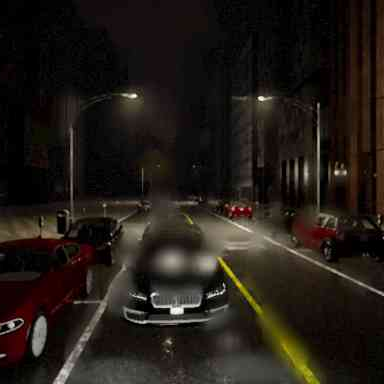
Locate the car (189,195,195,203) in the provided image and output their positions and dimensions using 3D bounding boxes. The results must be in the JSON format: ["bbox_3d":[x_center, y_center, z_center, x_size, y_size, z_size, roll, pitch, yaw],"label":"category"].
[{"bbox_3d":[1.116,1.603,68.754,2.008,1.369,4.403,0,0,-4],"label":"car"}]

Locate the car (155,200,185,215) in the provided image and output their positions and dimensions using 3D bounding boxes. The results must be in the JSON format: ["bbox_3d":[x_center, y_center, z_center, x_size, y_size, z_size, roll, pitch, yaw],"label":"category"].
[{"bbox_3d":[-1.585,1.580,25.419,1.994,1.385,4.181,0,0,-4],"label":"car"}]

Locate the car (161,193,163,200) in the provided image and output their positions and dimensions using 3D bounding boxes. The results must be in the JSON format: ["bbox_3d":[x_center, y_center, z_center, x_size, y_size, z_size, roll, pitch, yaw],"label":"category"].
[{"bbox_3d":[-6.986,1.360,62.481,2.192,1.841,5.009,0,0,-4],"label":"car"}]

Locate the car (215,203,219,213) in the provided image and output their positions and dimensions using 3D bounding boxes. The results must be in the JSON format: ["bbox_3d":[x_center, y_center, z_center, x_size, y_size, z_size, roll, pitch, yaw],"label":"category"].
[{"bbox_3d":[3.526,1.590,34.773,1.947,1.339,4.313,0,0,-4],"label":"car"}]

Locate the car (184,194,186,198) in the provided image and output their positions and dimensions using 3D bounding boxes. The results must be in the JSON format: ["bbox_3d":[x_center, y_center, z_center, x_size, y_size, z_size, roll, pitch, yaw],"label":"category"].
[{"bbox_3d":[-0.490,1.657,91.407,1.802,1.307,4.206,0,0,-4],"label":"car"}]

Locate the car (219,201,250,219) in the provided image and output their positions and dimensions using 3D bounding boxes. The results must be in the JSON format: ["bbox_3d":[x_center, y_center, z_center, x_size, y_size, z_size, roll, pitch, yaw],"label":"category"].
[{"bbox_3d":[3.927,1.460,29.109,1.967,1.590,4.097,0,0,-4],"label":"car"}]

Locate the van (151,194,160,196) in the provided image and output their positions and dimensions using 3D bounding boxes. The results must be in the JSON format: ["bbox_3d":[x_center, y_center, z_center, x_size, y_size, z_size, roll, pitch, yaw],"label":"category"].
[{"bbox_3d":[-6.182,1.376,51.154,1.690,1.788,3.998,0,0,-4],"label":"van"}]

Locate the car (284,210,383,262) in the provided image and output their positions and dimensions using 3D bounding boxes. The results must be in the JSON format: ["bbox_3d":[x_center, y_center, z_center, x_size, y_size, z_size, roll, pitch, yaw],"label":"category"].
[{"bbox_3d":[5.132,1.448,12.119,1.967,1.590,4.097,0,0,-4],"label":"car"}]

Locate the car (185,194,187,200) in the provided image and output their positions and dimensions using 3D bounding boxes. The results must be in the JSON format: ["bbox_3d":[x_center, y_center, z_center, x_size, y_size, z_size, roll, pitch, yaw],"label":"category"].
[{"bbox_3d":[-0.101,1.594,85.913,1.752,1.417,4.829,0,0,-4],"label":"car"}]

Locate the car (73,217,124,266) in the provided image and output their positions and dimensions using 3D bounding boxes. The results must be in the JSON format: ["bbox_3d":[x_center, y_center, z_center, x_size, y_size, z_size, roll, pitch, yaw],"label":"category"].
[{"bbox_3d":[-3.371,1.571,11.512,1.947,1.339,4.313,0,0,-4],"label":"car"}]

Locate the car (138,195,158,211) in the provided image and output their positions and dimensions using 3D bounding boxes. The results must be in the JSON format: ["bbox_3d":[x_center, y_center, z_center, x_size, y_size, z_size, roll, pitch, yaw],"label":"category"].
[{"bbox_3d":[-5.379,1.466,39.827,1.967,1.590,4.097,0,0,-4],"label":"car"}]

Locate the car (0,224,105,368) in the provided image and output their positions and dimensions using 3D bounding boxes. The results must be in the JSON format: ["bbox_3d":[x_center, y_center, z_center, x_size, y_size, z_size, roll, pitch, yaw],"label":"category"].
[{"bbox_3d":[-2.969,1.547,5.848,1.887,1.381,4.507,0,0,-4],"label":"car"}]

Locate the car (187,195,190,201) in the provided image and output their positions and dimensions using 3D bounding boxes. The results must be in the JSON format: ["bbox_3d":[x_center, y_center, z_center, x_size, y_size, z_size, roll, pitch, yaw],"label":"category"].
[{"bbox_3d":[0.313,1.644,80.080,1.802,1.307,4.206,0,0,-4],"label":"car"}]

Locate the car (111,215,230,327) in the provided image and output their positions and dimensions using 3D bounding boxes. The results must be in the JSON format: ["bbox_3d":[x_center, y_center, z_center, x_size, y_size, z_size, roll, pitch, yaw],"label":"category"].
[{"bbox_3d":[-0.407,1.509,7.346,1.837,1.490,4.892,0,0,-4],"label":"car"}]

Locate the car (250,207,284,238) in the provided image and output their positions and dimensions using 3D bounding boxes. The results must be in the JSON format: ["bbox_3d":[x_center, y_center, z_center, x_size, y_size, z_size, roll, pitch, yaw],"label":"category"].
[{"bbox_3d":[4.730,1.578,17.783,1.947,1.339,4.313,0,0,-4],"label":"car"}]

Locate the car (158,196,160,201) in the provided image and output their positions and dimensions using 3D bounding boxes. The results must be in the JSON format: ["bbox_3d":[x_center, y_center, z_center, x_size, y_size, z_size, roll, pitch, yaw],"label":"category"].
[{"bbox_3d":[-5.781,1.581,45.491,2.008,1.369,4.403,0,0,-4],"label":"car"}]

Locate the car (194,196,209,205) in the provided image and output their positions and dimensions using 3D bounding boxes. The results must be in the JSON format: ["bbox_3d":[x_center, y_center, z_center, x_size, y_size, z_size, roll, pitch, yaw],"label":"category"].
[{"bbox_3d":[1.920,1.624,57.427,1.802,1.307,4.206,0,0,-4],"label":"car"}]
